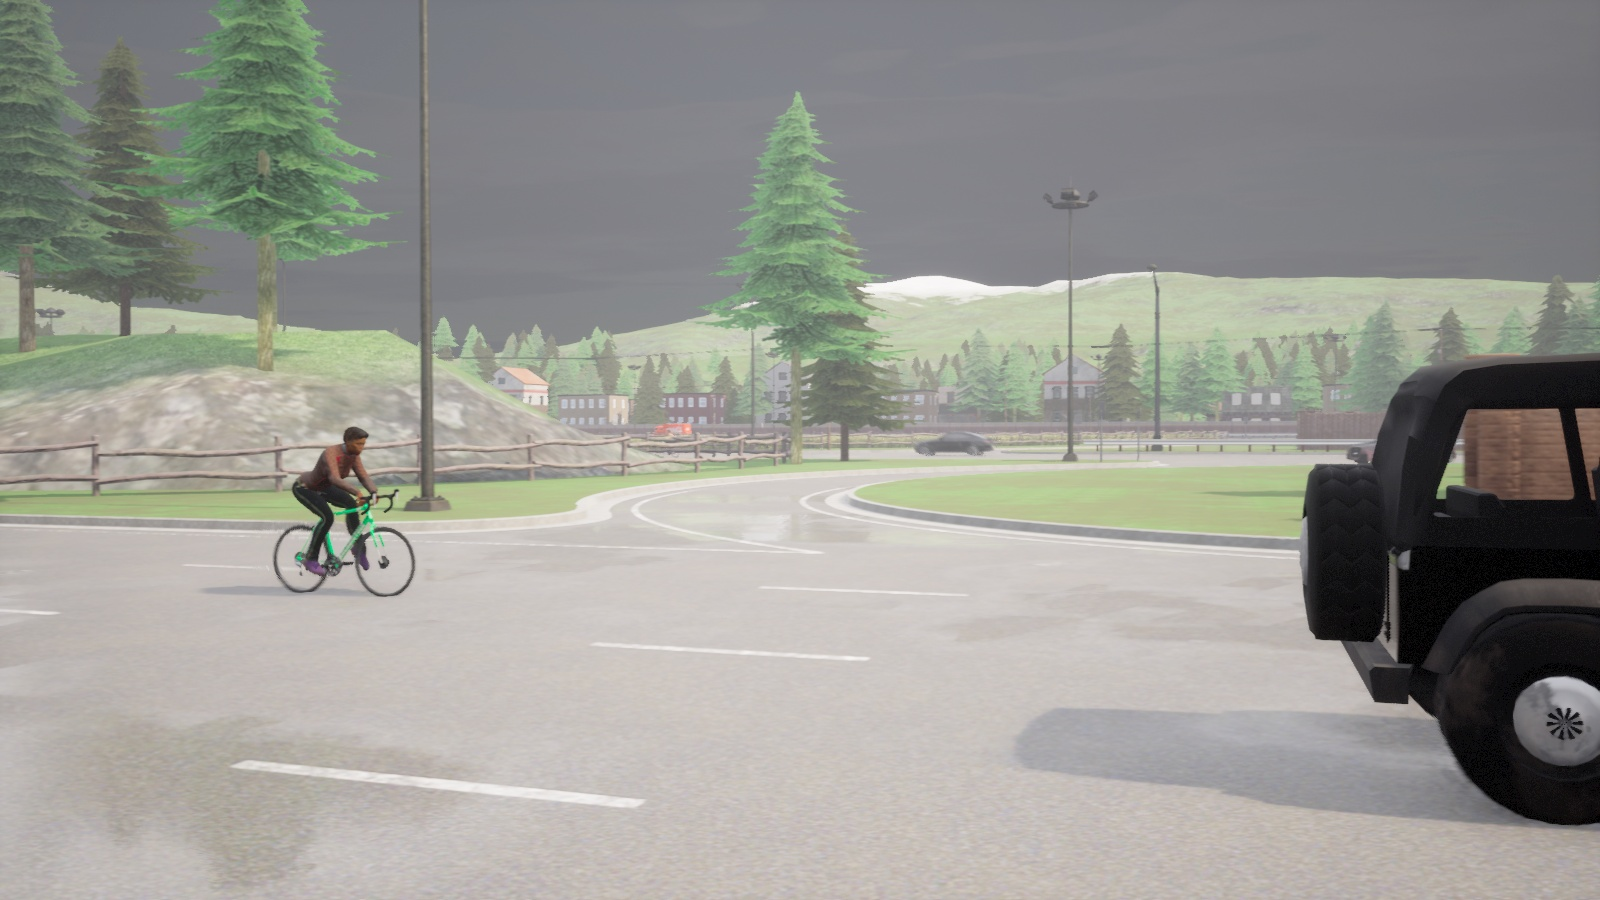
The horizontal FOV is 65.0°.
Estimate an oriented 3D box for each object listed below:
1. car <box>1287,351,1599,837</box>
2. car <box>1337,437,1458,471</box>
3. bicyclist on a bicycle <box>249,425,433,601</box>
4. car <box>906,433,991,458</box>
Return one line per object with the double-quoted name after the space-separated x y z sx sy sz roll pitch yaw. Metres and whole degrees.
4.241 0.551 5.456 3.866 1.878 1.905 1 1 19 "car"
25.112 0.138 52.875 4.181 1.385 1.994 0 1 -6 "car"
-4.408 0.569 12.060 1.656 1.620 0.582 1 1 19 "bicyclist on a bicycle"
8.730 -0.295 73.700 4.674 1.442 1.812 1 1 18 "car"
